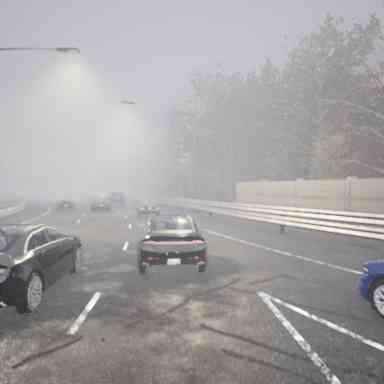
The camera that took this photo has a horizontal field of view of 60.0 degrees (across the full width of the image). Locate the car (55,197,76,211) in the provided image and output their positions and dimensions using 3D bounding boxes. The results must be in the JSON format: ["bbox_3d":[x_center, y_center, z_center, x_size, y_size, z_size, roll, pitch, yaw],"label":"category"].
[{"bbox_3d":[-14.326,1.297,37.705,1.812,1.442,4.674,0,0,-21],"label":"car"}]

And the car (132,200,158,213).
[{"bbox_3d":[-4.104,1.374,29.226,2.033,1.411,5.357,0,0,-16],"label":"car"}]

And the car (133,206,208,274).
[{"bbox_3d":[-0.667,1.431,10.394,2.128,1.511,4.902,0,0,-5],"label":"car"}]

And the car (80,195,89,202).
[{"bbox_3d":[-19.666,1.224,62.717,1.895,1.301,4.718,0,0,-34],"label":"car"}]

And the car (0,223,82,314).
[{"bbox_3d":[-3.868,1.444,7.424,2.128,1.511,4.902,0,0,-4],"label":"car"}]

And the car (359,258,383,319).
[{"bbox_3d":[4.899,1.452,4.637,1.882,1.535,5.008,0,0,-27],"label":"car"}]

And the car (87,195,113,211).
[{"bbox_3d":[-10.112,1.345,36.400,1.994,1.385,4.181,0,0,-20],"label":"car"}]

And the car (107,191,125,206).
[{"bbox_3d":[-11.285,0.934,48.356,2.150,2.045,5.566,0,0,-25],"label":"car"}]
